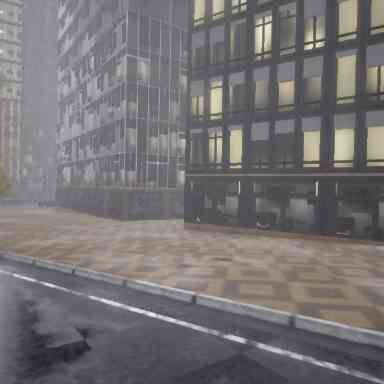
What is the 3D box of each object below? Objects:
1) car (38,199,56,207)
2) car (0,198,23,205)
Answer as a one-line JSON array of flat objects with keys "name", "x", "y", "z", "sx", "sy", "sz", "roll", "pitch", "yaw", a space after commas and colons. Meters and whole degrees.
[{"name": "car", "x": -24.658, "y": 1.982, "z": 58.504, "sx": 4.507, "sy": 1.381, "sz": 1.887, "roll": 1, "pitch": 1, "yaw": -34}, {"name": "car", "x": -33.784, "y": 1.744, "z": 61.806, "sx": 4.403, "sy": 1.369, "sz": 2.008, "roll": 1, "pitch": 1, "yaw": -34}]
